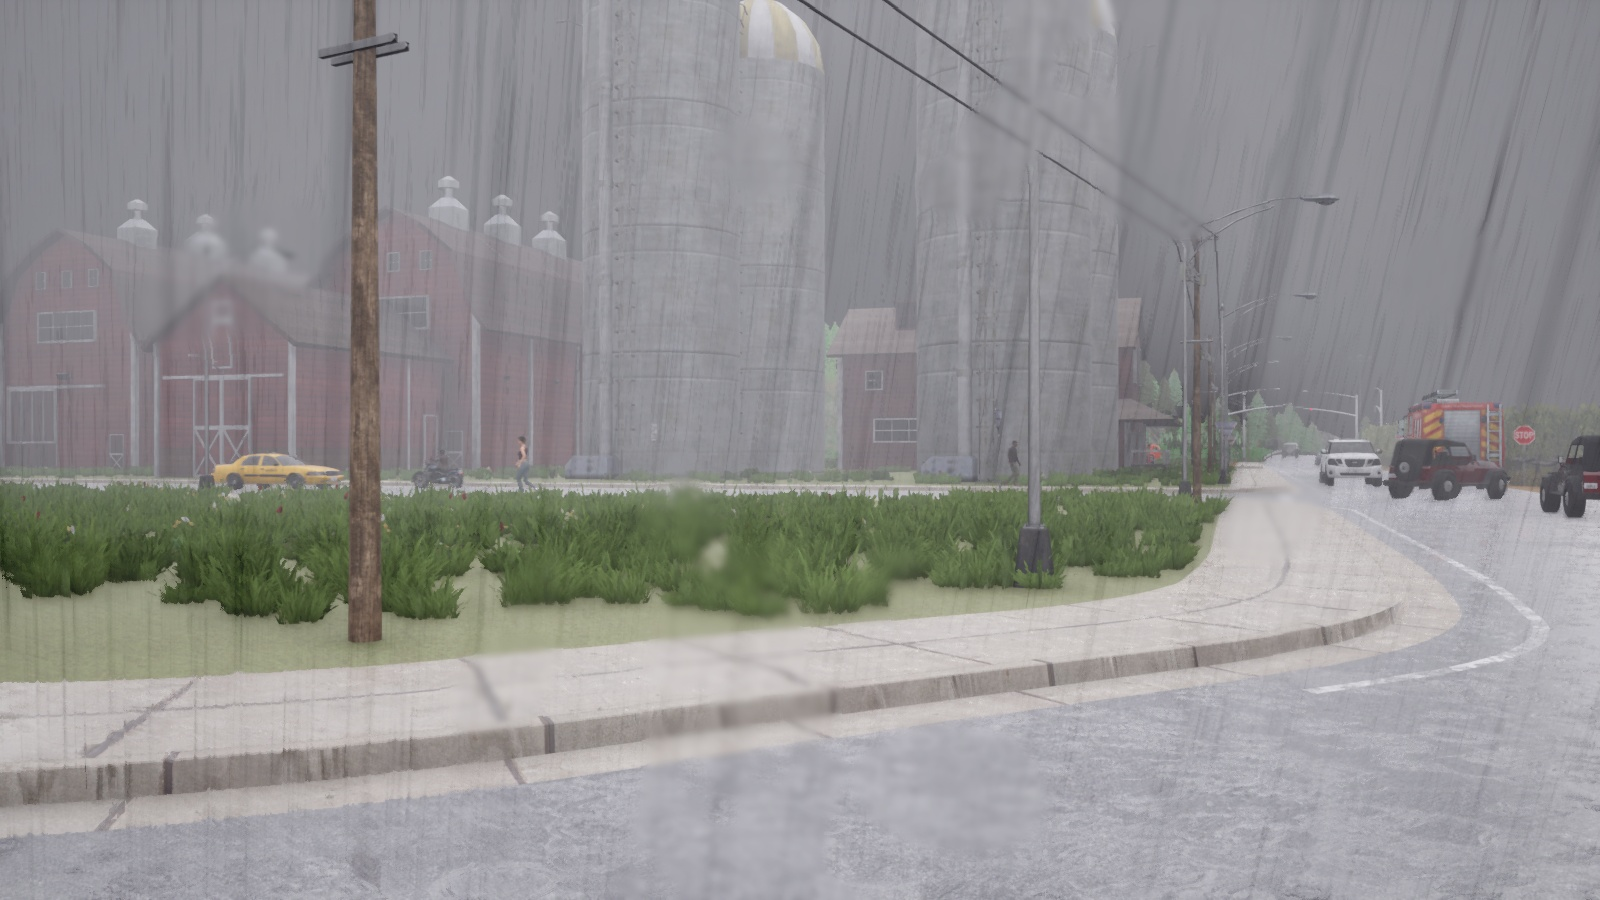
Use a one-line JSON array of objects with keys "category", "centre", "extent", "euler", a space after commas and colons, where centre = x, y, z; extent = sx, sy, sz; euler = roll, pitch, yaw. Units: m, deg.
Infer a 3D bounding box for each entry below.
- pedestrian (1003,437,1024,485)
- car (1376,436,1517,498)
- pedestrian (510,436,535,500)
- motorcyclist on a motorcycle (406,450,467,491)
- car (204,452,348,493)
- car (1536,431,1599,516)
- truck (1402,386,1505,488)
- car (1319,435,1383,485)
[{"category": "pedestrian", "centre": [8.200, 0.431, 48.216], "extent": [0.703, 1.840, 0.431], "euler": [0, 0, 31]}, {"category": "car", "centre": [20.210, 0.505, 39.264], "extent": [3.866, 1.878, 1.905], "euler": [0, 0, -24]}, {"category": "pedestrian", "centre": [-8.028, 0.512, 36.343], "extent": [0.594, 1.836, 0.345], "euler": [0, 0, 13]}, {"category": "motorcyclist on a motorcycle", "centre": [-14.862, 0.848, 51.329], "extent": [2.350, 1.649, 0.766], "euler": [0, 0, 19]}, {"category": "car", "centre": [-20.698, 0.867, 49.594], "extent": [5.366, 1.575, 1.801], "euler": [0, 0, 19]}, {"category": "car", "centre": [18.794, 0.509, 29.445], "extent": [1.905, 1.878, 3.866], "euler": [0, 0, 19]}, {"category": "truck", "centre": [26.531, -0.483, 51.321], "extent": [2.891, 3.827, 8.468], "euler": [0, 0, 22]}, {"category": "car", "centre": [24.063, 0.414, 54.977], "extent": [2.150, 2.045, 5.566], "euler": [0, 0, 19]}]
